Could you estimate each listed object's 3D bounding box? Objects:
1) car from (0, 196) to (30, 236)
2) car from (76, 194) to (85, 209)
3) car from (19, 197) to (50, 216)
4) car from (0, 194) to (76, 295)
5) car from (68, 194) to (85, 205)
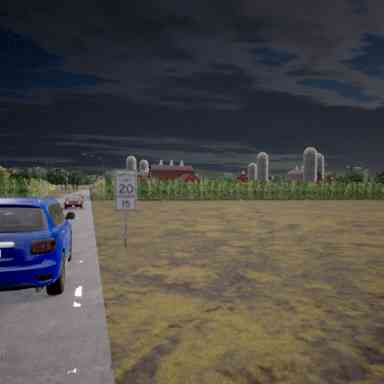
[{"bbox_3d":[-10.057,1.134,17.470,2.097,1.767,4.553,0,1,-17],"label":"car"},{"bbox_3d":[-13.093,1.170,37.055,1.895,1.301,4.718,0,1,-17],"label":"car"},{"bbox_3d":[-13.571,1.173,28.853,1.812,1.442,4.674,0,0,-17],"label":"car"},{"bbox_3d":[-4.228,1.130,8.279,2.150,2.045,5.566,0,1,-17],"label":"car"},{"bbox_3d":[-16.117,0.998,46.659,2.033,1.411,5.357,0,1,-17],"label":"car"}]
